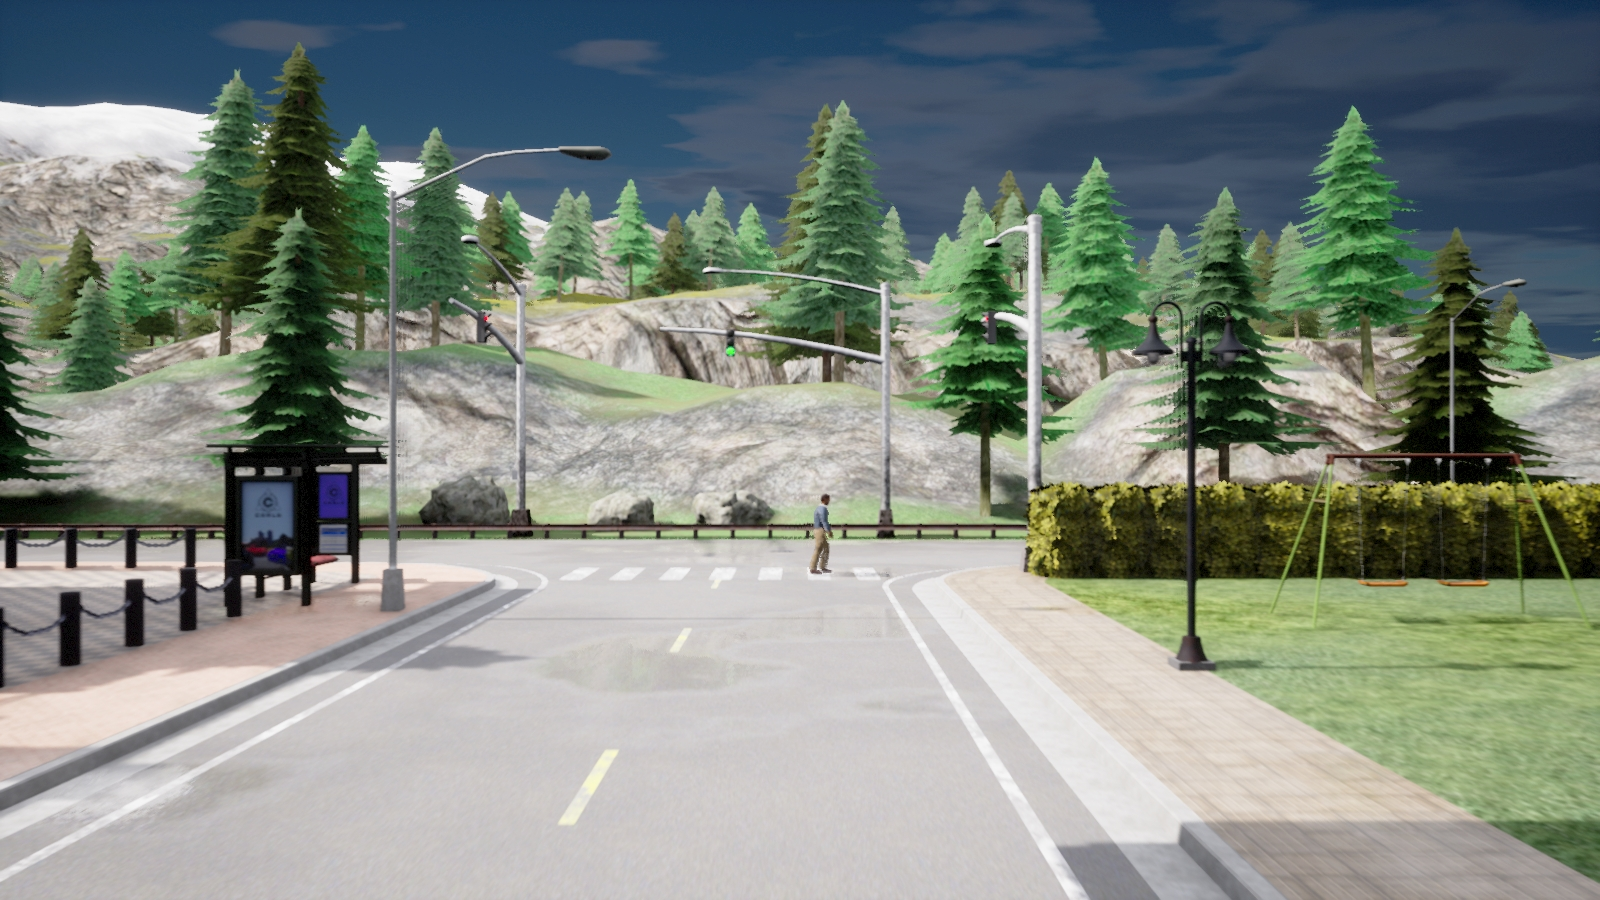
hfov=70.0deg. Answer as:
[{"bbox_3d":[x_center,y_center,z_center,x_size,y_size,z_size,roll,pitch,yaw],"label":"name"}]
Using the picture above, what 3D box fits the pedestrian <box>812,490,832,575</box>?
[{"bbox_3d":[0.491,1.829,25.440,0.375,1.860,0.375,0,0,-8],"label":"pedestrian"}]
